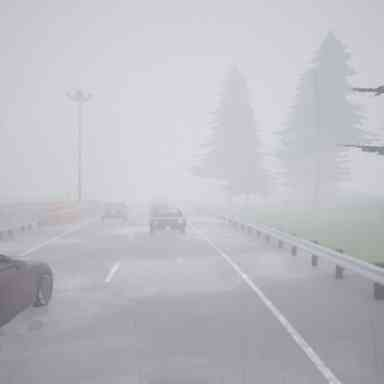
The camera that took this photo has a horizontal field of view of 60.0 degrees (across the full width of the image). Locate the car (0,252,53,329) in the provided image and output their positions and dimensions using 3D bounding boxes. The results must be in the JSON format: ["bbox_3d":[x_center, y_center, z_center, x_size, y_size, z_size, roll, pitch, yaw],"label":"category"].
[{"bbox_3d":[-3.668,1.507,4.863,1.812,1.442,4.674,0,0,-2],"label":"car"}]

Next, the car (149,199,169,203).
[{"bbox_3d":[-3.203,1.366,32.412,1.812,1.442,4.674,0,0,-8],"label":"car"}]

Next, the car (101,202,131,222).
[{"bbox_3d":[-5.751,1.429,25.274,2.033,1.411,5.357,0,0,-7],"label":"car"}]

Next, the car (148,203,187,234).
[{"bbox_3d":[-1.434,1.508,18.687,1.895,1.301,4.718,0,0,-7],"label":"car"}]
